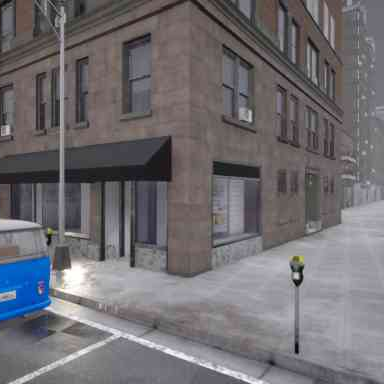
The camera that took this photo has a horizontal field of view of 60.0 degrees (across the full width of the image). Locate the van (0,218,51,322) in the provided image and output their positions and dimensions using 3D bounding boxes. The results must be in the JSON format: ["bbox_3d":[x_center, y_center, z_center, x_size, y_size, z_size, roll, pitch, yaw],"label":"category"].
[{"bbox_3d":[-4.308,1.340,6.092,3.998,1.788,1.690,0,0,35],"label":"van"}]
